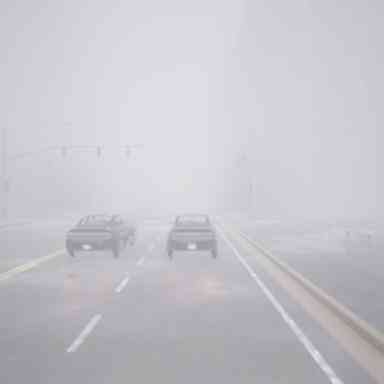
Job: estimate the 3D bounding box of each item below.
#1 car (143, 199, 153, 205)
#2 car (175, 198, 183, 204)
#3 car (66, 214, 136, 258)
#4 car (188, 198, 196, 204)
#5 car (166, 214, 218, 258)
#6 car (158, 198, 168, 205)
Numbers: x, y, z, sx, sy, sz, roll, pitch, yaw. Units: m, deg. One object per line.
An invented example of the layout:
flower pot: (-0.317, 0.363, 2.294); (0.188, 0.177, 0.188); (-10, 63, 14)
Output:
car: (-10.520, 2.346, 79.779); (1.882, 1.535, 5.008); (0, -1, 0)
car: (-3.522, 2.440, 86.684); (1.837, 1.490, 4.892); (0, -1, 0)
car: (-3.481, 1.641, 13.488); (2.128, 1.511, 4.902); (0, 0, 0)
car: (-0.022, 2.535, 86.713); (1.895, 1.301, 4.718); (0, -1, 0)
car: (0.019, 1.641, 13.490); (2.128, 1.511, 4.902); (0, 0, 0)
car: (-7.020, 2.223, 79.811); (2.097, 1.767, 4.553); (0, -1, 0)
